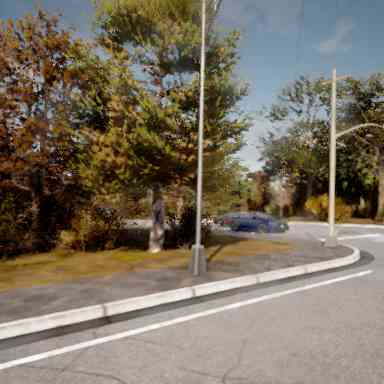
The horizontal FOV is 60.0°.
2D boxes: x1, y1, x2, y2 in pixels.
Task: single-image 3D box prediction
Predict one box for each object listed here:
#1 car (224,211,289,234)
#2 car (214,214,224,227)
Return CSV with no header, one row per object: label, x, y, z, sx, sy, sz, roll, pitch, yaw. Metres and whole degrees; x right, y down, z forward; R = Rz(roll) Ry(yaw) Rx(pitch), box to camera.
car,4.583,2.091,22.961,1.994,1.385,4.181,2,-3,-37
car,4.252,2.387,29.145,2.033,1.411,5.357,2,-4,-38
